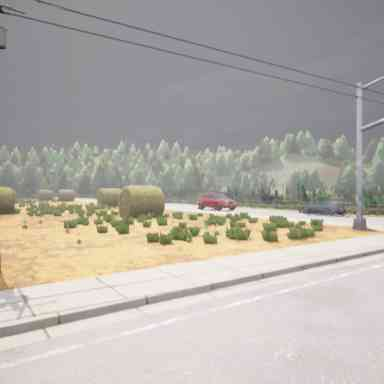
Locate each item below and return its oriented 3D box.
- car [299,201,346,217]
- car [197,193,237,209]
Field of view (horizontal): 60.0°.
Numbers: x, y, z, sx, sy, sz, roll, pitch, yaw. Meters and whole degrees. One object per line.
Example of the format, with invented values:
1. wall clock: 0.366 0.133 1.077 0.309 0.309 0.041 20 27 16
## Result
1. car: 12.129 1.494 31.049 1.994 1.385 4.181 0 0 -33
2. car: 2.800 1.155 38.742 2.150 2.045 5.566 0 0 -33
